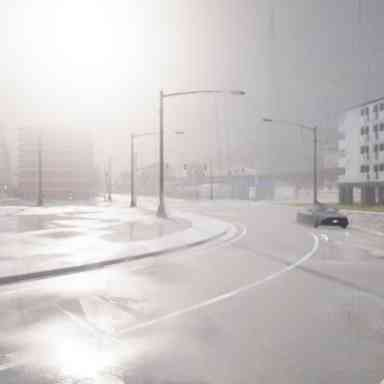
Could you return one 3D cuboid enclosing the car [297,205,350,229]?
[{"bbox_3d":[8.249,1.512,21.267,1.994,1.385,4.181,0,0,-2],"label":"car"}]
